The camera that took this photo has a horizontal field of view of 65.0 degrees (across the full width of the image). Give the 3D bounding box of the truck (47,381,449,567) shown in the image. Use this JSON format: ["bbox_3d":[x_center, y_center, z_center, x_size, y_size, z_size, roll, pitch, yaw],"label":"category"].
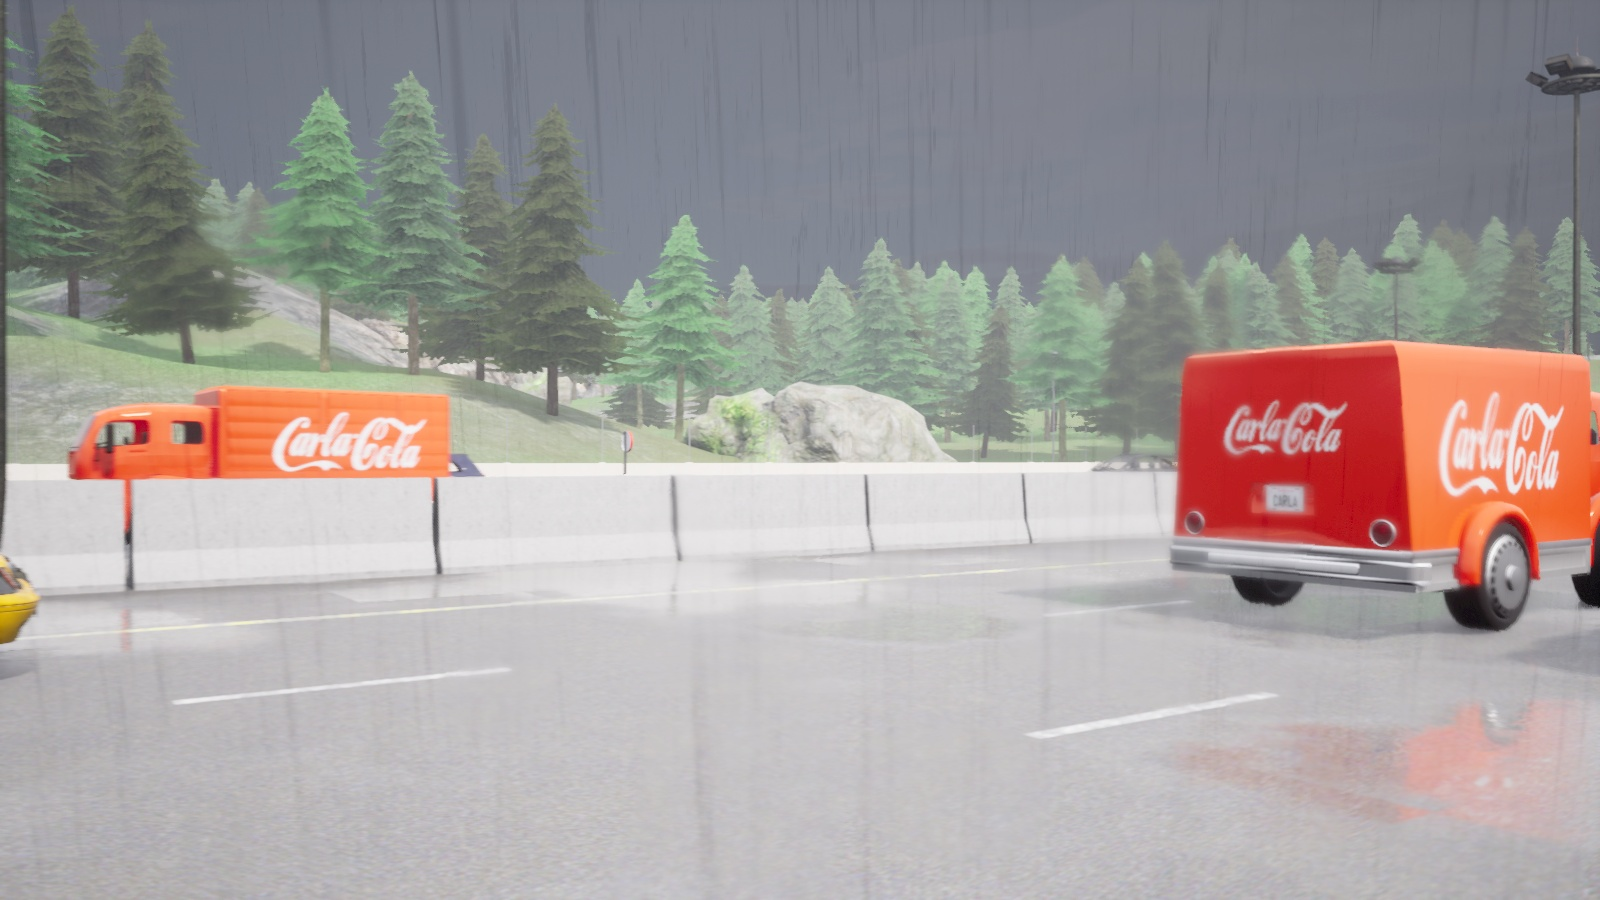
[{"bbox_3d":[-8.357,0.330,19.166,5.204,2.467,2.627,0,0,-35],"label":"truck"}]

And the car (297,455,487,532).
[{"bbox_3d":[-8.427,0.852,26.018,3.633,1.501,1.845,0,0,-19],"label":"car"}]

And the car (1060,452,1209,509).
[{"bbox_3d":[9.420,0.833,35.418,3.705,1.549,1.789,0,-1,-22],"label":"car"}]

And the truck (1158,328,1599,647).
[{"bbox_3d":[6.276,0.295,12.295,5.204,2.467,2.627,0,0,-35],"label":"truck"}]

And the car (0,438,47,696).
[{"bbox_3d":[-7.411,0.712,7.030,5.366,1.575,1.801,0,0,-35],"label":"car"}]
